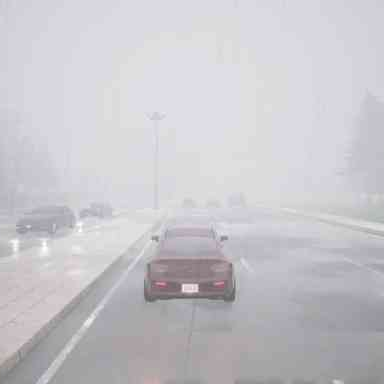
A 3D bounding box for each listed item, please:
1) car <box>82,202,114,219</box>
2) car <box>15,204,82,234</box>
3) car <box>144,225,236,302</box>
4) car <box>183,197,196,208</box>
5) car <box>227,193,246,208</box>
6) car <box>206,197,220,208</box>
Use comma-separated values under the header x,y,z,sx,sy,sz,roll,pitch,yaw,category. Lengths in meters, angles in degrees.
x,y,z,sx,sy,sz,roll,pitch,yaw,category
-8.284,1.601,29.124,1.895,1.301,4.718,0,0,0,car
-8.246,1.505,19.180,1.837,1.490,4.892,0,0,0,car
-0.057,1.526,8.148,1.812,1.442,4.674,0,0,-1,car
-0.442,1.505,49.194,1.837,1.490,4.892,0,0,-1,car
6.558,1.221,49.221,2.150,2.045,5.566,0,0,-1,car
3.058,1.526,49.235,1.812,1.442,4.674,0,0,-1,car
